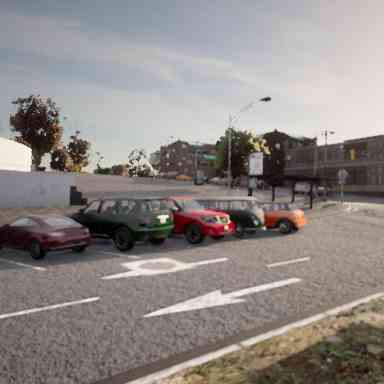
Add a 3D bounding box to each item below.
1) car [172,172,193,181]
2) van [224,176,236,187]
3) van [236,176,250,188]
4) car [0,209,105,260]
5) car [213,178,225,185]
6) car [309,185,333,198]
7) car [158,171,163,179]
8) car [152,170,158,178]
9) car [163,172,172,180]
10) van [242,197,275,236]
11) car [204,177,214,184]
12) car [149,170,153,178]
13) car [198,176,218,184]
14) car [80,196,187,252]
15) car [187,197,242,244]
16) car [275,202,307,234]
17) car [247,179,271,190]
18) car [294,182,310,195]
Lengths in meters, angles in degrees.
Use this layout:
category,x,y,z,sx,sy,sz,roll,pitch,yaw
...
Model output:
category,x,y,z,sx,sy,sz,roll,pitch,yaw
car,-1.721,-3.324,77.510,1.946,1.575,5.366,7,3,34
van,8.564,-1.909,62.508,1.878,1.987,4.442,7,4,35
van,10.298,-1.636,60.040,1.878,1.987,4.442,7,4,35
car,-5.724,1.527,12.420,4.674,1.452,2.002,-1,0,35
car,6.984,-1.958,65.236,1.946,1.575,5.366,7,3,35
car,18.986,-0.007,47.839,2.002,1.452,4.674,7,3,35
car,-5.376,-3.998,82.228,2.185,1.767,4.553,6,3,34
car,-7.111,-4.233,84.694,2.185,1.767,4.553,4,1,33
car,-3.577,-3.846,79.765,2.435,2.045,5.566,7,4,34
van,1.745,1.248,17.566,4.442,1.987,1.878,-1,-1,35
car,5.148,-2.190,67.553,2.002,1.452,4.674,7,4,35
car,-8.888,-4.510,87.038,2.435,2.045,5.566,1,-1,34
car,3.400,-2.463,70.011,2.002,1.452,4.674,7,3,35
car,-3.300,1.232,14.182,5.566,2.045,2.435,-1,0,35
car,-0.790,1.228,15.891,5.566,2.045,2.435,-1,-1,35
car,4.151,1.346,19.321,4.553,1.767,2.185,-1,0,35
car,12.064,-1.137,57.682,2.231,1.521,4.892,7,3,35
car,17.289,-0.570,50.307,2.435,2.045,5.566,7,3,35
